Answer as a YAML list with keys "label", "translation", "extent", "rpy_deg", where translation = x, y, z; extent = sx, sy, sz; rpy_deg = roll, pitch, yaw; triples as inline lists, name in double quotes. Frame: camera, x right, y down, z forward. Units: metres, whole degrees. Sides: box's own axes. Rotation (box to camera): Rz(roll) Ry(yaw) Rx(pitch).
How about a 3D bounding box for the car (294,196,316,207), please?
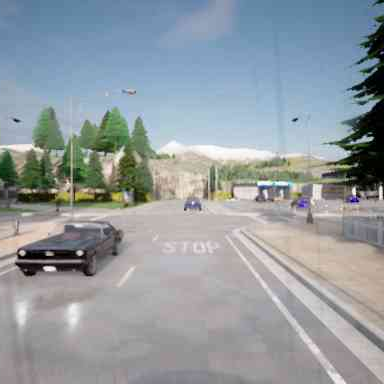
- label: "car"
  translation: [17.011, 1.407, 50.305]
  extent: [1.970, 1.475, 3.806]
  rpy_deg: [0, 0, 0]

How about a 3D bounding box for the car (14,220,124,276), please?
- label: "car"
  translation: [-3.515, 1.606, 10.456]
  extent: [1.895, 1.301, 4.718]
  rpy_deg: [0, 0, 0]

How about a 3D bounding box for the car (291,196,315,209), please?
- label: "car"
  translation: [13.957, 1.393, 42.914]
  extent: [1.845, 1.501, 3.633]
  rpy_deg: [0, 0, 0]

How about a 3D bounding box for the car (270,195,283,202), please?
- label: "car"
  translation: [17.343, 1.362, 68.968]
  extent: [2.152, 1.636, 5.027]
  rpy_deg: [0, 0, 0]

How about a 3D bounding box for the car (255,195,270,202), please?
- label: "car"
  translation: [14.205, 1.371, 68.947]
  extent: [2.007, 1.523, 4.514]
  rpy_deg: [0, 0, 0]

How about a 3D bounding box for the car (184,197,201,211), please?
- label: "car"
  translation: [0.102, 1.371, 42.088]
  extent: [2.097, 1.767, 4.553]
  rpy_deg: [0, 0, 0]

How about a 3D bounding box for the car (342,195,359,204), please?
- label: "car"
  translation: [29.112, 1.347, 61.178]
  extent: [1.845, 1.501, 3.633]
  rpy_deg: [0, 0, 0]
